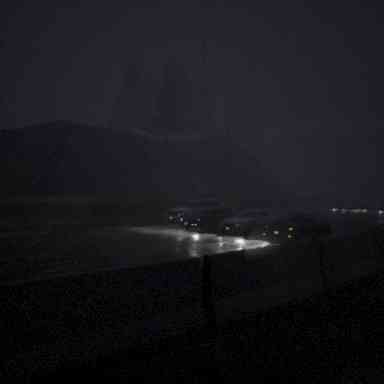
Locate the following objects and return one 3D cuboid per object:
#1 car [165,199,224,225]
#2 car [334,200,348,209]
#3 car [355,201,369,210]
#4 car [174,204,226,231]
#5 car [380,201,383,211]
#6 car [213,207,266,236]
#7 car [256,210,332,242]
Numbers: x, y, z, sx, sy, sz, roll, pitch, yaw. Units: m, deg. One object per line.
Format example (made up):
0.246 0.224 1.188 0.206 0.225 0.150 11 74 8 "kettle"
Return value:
0.453 1.587 26.885 5.566 2.045 2.150 0 -1 -42 "car"
26.279 2.208 58.535 1.837 1.490 4.892 0 -1 32 "car"
27.845 2.255 54.292 2.033 1.411 5.357 -1 -1 32 "car"
1.400 1.820 23.070 4.892 1.490 1.837 1 -1 -42 "car"
30.614 2.168 52.167 1.812 1.442 4.674 -1 -1 32 "car"
3.743 1.799 20.461 4.674 1.442 1.812 1 -1 -42 "car"
5.582 1.792 17.449 4.181 1.385 1.994 1 -1 -41 "car"
